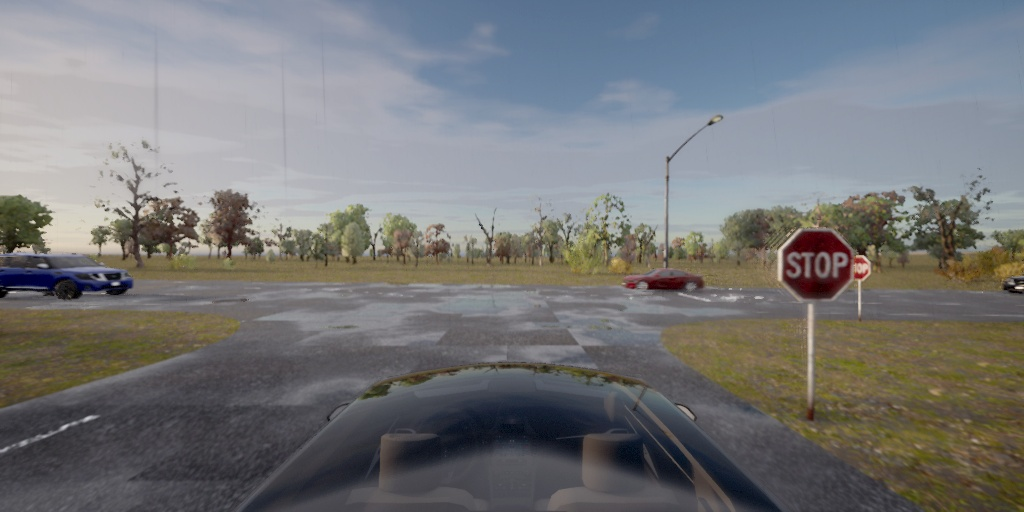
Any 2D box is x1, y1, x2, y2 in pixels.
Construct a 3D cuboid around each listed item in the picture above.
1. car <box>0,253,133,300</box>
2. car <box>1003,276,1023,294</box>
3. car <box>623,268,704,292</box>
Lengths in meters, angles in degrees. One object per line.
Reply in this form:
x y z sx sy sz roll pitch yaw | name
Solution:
-21.183 0.904 16.686 5.566 2.045 2.150 1 0 0 | car
35.650 1.659 23.205 5.566 2.045 2.150 -1 0 0 | car
9.818 1.554 23.411 5.008 1.535 1.882 0 0 0 | car
